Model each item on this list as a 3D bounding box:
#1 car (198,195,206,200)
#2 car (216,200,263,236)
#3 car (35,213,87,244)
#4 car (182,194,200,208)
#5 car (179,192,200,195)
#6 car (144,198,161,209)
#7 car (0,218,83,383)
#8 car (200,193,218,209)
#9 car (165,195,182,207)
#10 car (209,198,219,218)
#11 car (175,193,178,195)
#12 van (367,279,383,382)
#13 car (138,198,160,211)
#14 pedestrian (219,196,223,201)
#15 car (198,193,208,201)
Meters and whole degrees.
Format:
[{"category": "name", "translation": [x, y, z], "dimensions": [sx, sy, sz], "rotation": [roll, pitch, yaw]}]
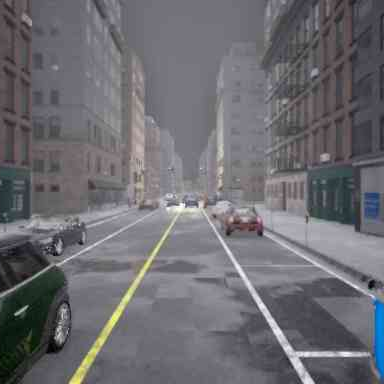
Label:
[{"category": "car", "translation": [2.678, 1.513, 88.698], "dimensions": [2.008, 1.369, 4.403], "rotation": [0, 0, 0]}, {"category": "car", "translation": [2.632, 1.435, 18.366], "dimensions": [1.967, 1.590, 4.097], "rotation": [0, 0, 0]}, {"category": "car", "translation": [-5.391, 1.547, 12.853], "dimensions": [2.008, 1.369, 4.403], "rotation": [0, 0, 0]}, {"category": "car", "translation": [-0.016, 1.463, 47.070], "dimensions": [1.882, 1.535, 5.008], "rotation": [0, 0, 0]}, {"category": "car", "translation": [-0.302, 1.325, 64.295], "dimensions": [2.097, 1.767, 4.553], "rotation": [0, 0, 18]}, {"category": "car", "translation": [-5.399, 1.551, 45.919], "dimensions": [1.947, 1.339, 4.313], "rotation": [0, 0, 0]}, {"category": "car", "translation": [-2.849, 1.351, 3.080], "dimensions": [2.097, 1.767, 4.553], "rotation": [0, 0, 0]}, {"category": "car", "translation": [2.626, 1.301, 45.921], "dimensions": [2.192, 1.841, 5.009], "rotation": [0, 0, 0]}, {"category": "car", "translation": [-2.762, 1.531, 50.272], "dimensions": [2.033, 1.411, 5.357], "rotation": [0, 0, 0]}, {"category": "car", "translation": [2.743, 1.519, 29.436], "dimensions": [1.812, 1.442, 4.674], "rotation": [0, 0, 0]}, {"category": "car", "translation": [-5.427, 1.527, 88.695], "dimensions": [1.947, 1.339, 4.313], "rotation": [0, 0, 0]}, {"category": "van", "translation": [2.636, 1.341, 1.833], "dimensions": [1.690, 1.788, 3.998], "rotation": [0, 0, 0]}, {"category": "car", "translation": [-5.398, 1.532, 40.408], "dimensions": [1.887, 1.381, 4.507], "rotation": [0, 0, 0]}, {"category": "pedestrian", "translation": [2.742, 1.285, 32.272], "dimensions": [0.375, 1.860, 0.375], "rotation": [0, 0, -14]}, {"category": "car", "translation": [2.684, 1.280, 83.292], "dimensions": [2.192, 1.841, 5.009], "rotation": [0, 0, 0]}]
